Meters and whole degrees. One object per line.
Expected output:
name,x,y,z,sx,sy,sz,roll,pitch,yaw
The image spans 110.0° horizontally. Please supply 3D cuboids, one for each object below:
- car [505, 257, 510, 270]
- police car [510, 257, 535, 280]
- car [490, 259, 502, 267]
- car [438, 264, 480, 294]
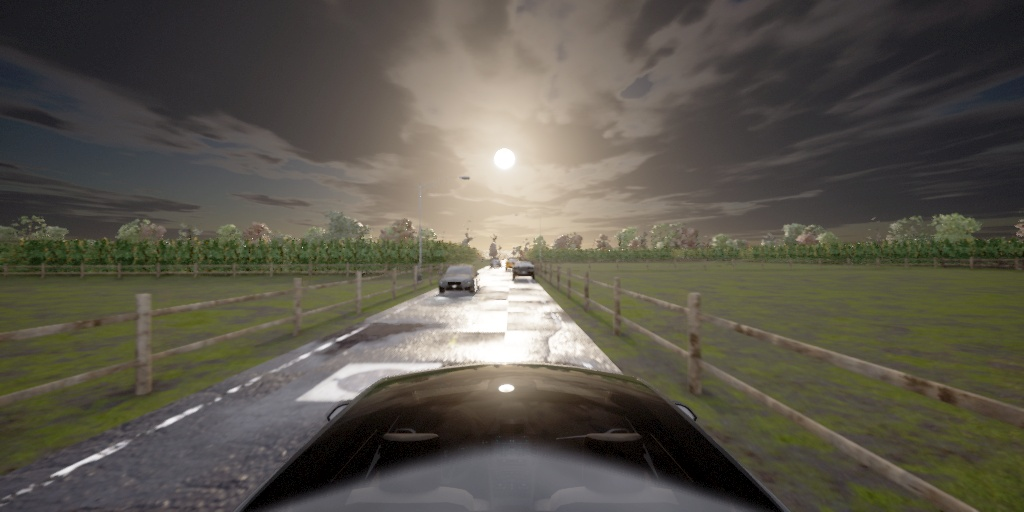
car,0.028,1.185,51.610,1.882,1.535,5.008,0,0,0
police car,0.973,1.155,31.678,1.930,1.638,5.238,0,0,0
car,-2.766,1.183,61.667,2.128,1.511,4.902,0,0,1
car,-2.841,1.245,20.077,1.837,1.490,4.892,0,0,0
